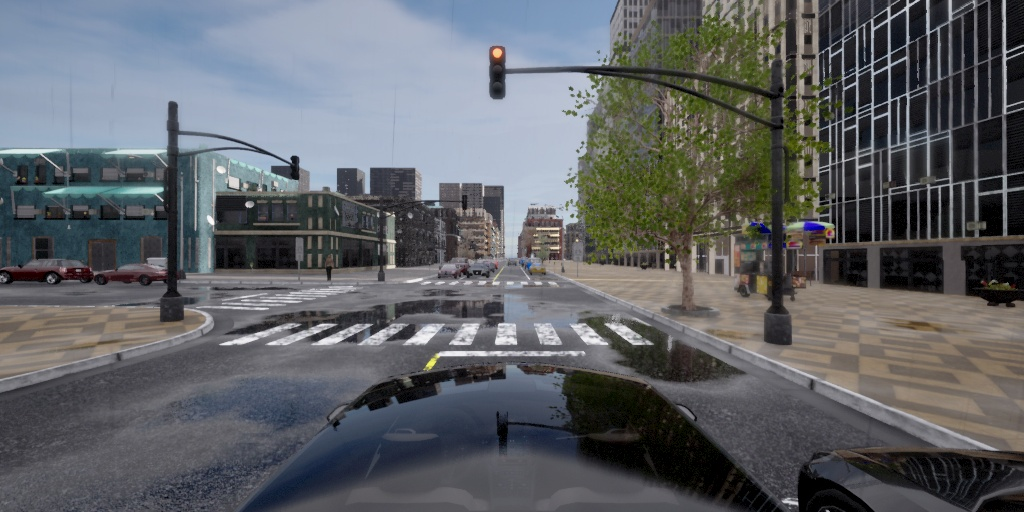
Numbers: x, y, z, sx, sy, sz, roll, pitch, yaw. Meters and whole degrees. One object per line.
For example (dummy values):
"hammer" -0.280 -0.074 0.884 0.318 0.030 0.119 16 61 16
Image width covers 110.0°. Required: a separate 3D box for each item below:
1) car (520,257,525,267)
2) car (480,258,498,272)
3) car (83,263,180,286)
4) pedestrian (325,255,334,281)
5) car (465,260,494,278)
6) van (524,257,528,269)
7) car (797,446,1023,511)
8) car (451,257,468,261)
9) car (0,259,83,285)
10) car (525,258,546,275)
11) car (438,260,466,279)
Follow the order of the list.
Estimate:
"car" 2.713 1.305 55.159 2.007 1.370 4.403 0 0 0
"car" -3.081 1.317 43.828 1.994 1.385 4.181 0 0 0
"car" -22.812 1.089 21.876 4.207 1.307 1.802 0 0 -1
"pedestrian" -12.739 0.788 24.963 0.375 1.860 0.375 0 -1 -1
"car" -3.085 1.316 33.779 1.994 1.385 4.181 0 0 0
"van" 2.709 1.094 44.057 1.690 1.789 3.998 0 0 0
"car" 2.691 1.316 0.476 1.948 1.339 4.313 0 0 0
"car" -5.674 1.067 38.507 2.192 1.841 5.009 0 0 0
"car" -28.360 0.879 21.800 4.097 1.591 1.967 0 0 -1
"car" 2.706 1.278 38.676 1.751 1.417 4.829 0 0 0
"car" -5.676 1.334 32.956 1.802 1.307 4.207 0 0 0
